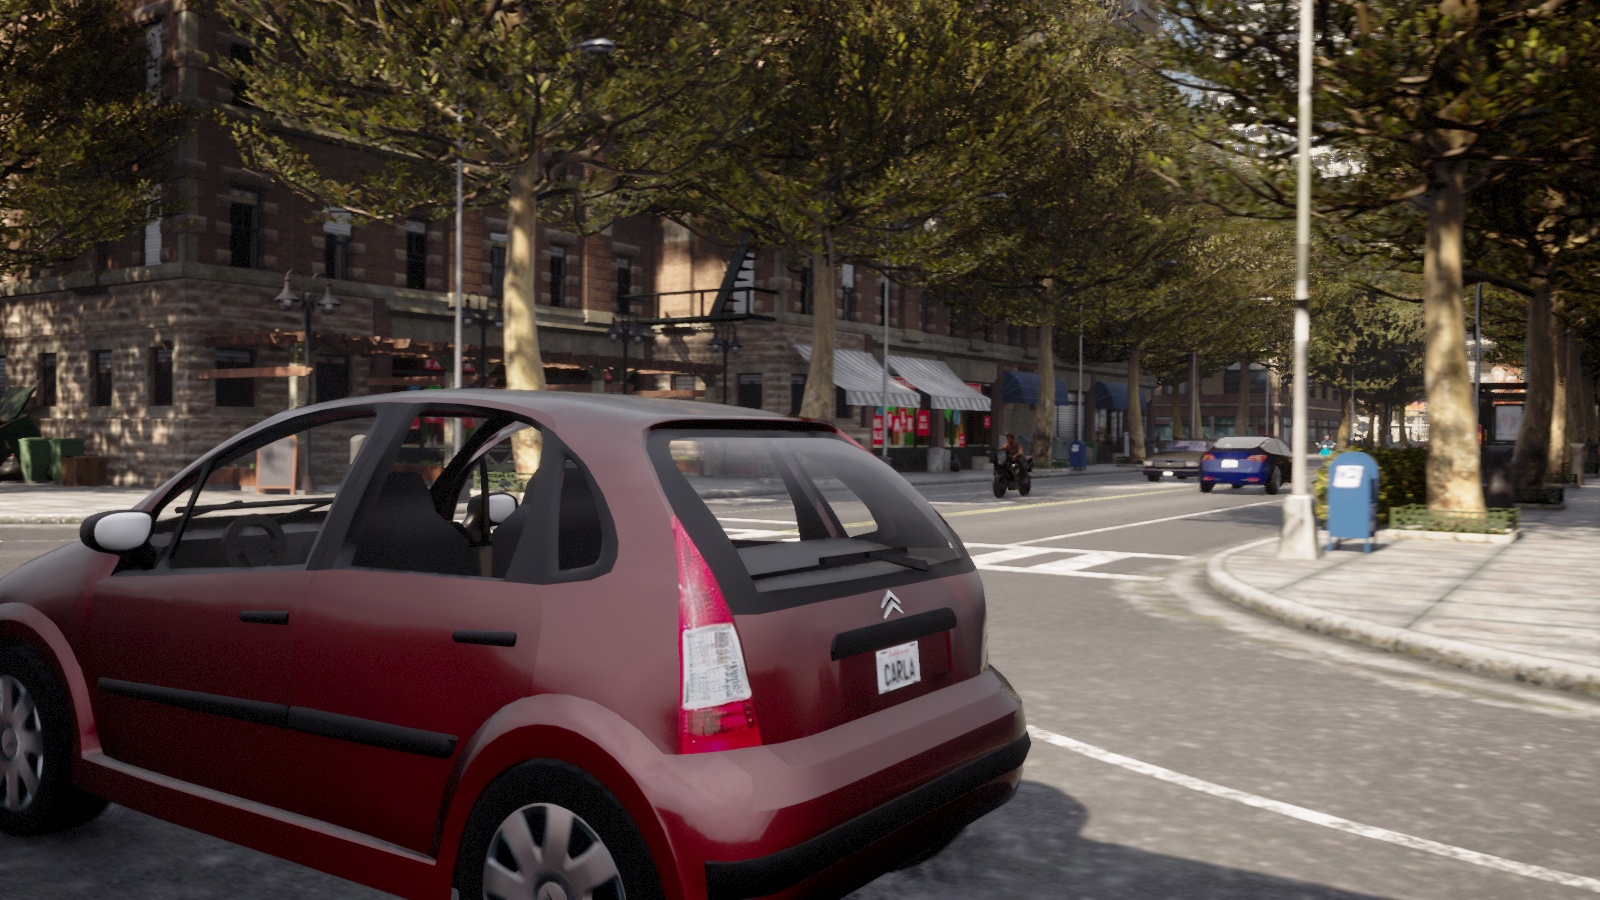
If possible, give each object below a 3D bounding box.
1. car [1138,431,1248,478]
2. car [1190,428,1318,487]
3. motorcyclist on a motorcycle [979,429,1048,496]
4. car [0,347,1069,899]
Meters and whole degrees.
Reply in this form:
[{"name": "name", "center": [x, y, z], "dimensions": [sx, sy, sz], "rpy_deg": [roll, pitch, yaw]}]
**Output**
[{"name": "car", "center": [12.959, 0.099, 41.199], "dimensions": [2.033, 1.411, 5.357], "rpy_deg": [0, 1, 34]}, {"name": "car", "center": [12.398, 0.154, 34.075], "dimensions": [2.163, 1.488, 4.792], "rpy_deg": [0, 1, 34]}, {"name": "motorcyclist on a motorcycle", "center": [4.999, 0.268, 29.316], "dimensions": [0.797, 1.523, 2.044], "rpy_deg": [0, 1, 34]}, {"name": "car", "center": [-1.290, 0.580, 4.477], "dimensions": [3.988, 1.617, 1.851], "rpy_deg": [0, 1, 34]}]
